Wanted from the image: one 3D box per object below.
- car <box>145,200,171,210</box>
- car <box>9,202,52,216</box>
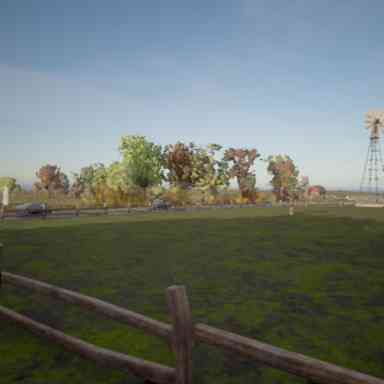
[{"bbox_3d":[-5.434,2.096,53.699,1.837,1.490,4.892,1,-1,36],"label":"car"},{"bbox_3d":[-17.712,1.850,36.611,1.994,1.385,4.181,1,0,36],"label":"car"}]
